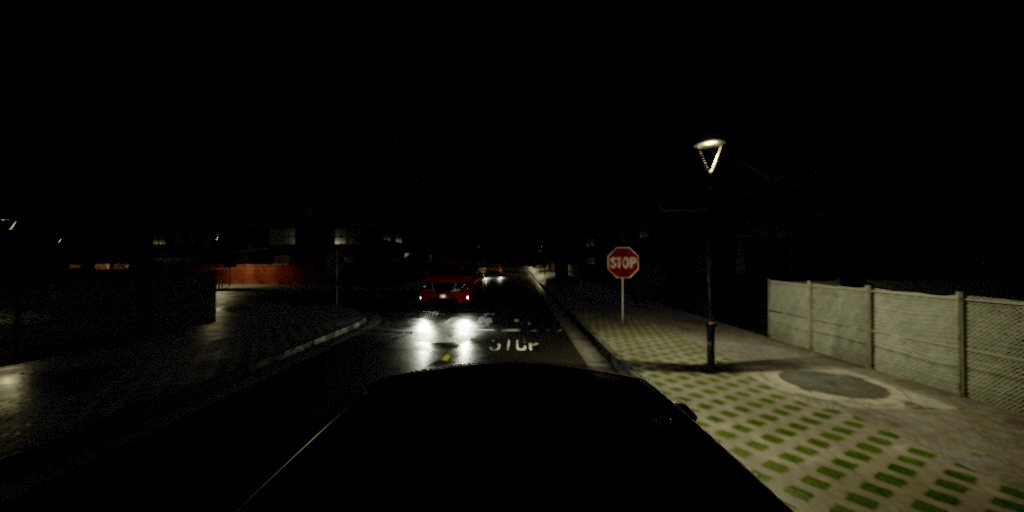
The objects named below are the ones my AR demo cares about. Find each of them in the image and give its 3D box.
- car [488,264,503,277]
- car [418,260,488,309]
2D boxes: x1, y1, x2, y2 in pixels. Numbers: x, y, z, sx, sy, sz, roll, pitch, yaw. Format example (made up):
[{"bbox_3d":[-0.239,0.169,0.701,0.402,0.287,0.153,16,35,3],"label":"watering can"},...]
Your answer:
[{"bbox_3d":[-2.114,1.668,43.124,1.882,1.535,5.008,0,0,1],"label":"car"},{"bbox_3d":[-2.558,1.188,16.296,2.150,2.045,5.566,0,-1,1],"label":"car"}]
